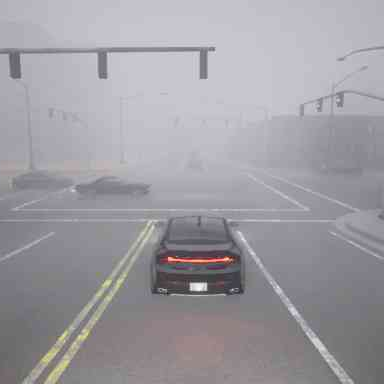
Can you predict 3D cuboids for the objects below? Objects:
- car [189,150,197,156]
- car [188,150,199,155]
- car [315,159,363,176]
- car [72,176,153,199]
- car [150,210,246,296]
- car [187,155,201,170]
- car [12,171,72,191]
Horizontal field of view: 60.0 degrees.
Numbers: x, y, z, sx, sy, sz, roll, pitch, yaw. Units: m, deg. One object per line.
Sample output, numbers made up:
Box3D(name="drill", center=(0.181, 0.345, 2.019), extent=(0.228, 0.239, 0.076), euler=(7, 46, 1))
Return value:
Box3D(name="car", center=(0.286, -10.444, 89.581), extent=(2.033, 1.411, 5.357), euler=(0, 8, 0))
Box3D(name="car", center=(0.255, -8.377, 73.441), extent=(2.150, 2.045, 5.566), euler=(0, 8, 0))
Box3D(name="car", center=(15.667, -2.653, 35.542), extent=(4.553, 1.767, 2.097), euler=(0, 8, 0))
Box3D(name="car", center=(-4.936, -0.339, 21.660), extent=(4.718, 1.301, 1.895), euler=(0, 8, 0))
Box3D(name="car", center=(0.116, 1.200, 8.059), extent=(1.837, 1.490, 4.892), euler=(0, 4, 0))
Box3D(name="car", center=(0.268, -3.724, 44.170), extent=(2.033, 1.411, 5.357), euler=(0, 8, 0))
Box3D(name="car", center=(-11.239, -0.890, 25.155), extent=(4.181, 1.385, 1.994), euler=(0, 8, 0))
